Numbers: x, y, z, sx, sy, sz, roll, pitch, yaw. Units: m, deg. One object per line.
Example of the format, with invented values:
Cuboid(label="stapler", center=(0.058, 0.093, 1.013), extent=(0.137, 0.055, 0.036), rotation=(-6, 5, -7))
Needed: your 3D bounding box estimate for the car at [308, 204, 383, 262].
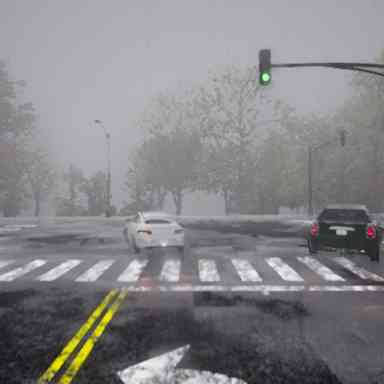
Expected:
Cuboid(label="car", center=(5.653, 1.192, 12.091), extent=(2.097, 1.767, 4.553), rotation=(1, 2, 30))

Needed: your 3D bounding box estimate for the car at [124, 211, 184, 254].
Cuboid(label="car", center=(-1.600, 1.491, 13.355), extent=(1.812, 1.442, 4.674), rotation=(0, 0, -17))
